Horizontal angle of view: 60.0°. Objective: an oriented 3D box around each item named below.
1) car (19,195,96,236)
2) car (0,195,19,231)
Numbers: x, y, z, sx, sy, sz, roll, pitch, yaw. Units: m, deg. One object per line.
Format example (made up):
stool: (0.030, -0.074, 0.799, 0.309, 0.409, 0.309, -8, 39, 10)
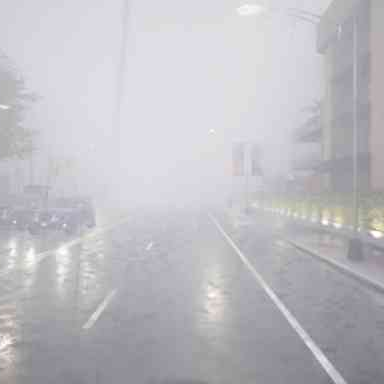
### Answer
car: (-7.100, 1.206, 18.726, 2.150, 2.045, 5.566, 0, 0, 0)
car: (-10.596, 1.203, 20.715, 2.150, 2.045, 5.566, 0, 0, 0)
